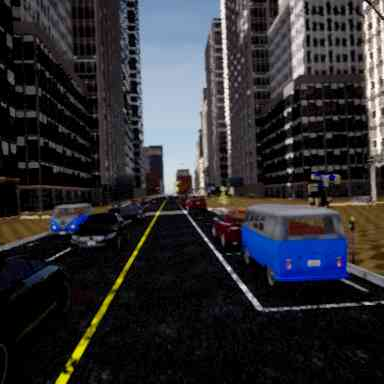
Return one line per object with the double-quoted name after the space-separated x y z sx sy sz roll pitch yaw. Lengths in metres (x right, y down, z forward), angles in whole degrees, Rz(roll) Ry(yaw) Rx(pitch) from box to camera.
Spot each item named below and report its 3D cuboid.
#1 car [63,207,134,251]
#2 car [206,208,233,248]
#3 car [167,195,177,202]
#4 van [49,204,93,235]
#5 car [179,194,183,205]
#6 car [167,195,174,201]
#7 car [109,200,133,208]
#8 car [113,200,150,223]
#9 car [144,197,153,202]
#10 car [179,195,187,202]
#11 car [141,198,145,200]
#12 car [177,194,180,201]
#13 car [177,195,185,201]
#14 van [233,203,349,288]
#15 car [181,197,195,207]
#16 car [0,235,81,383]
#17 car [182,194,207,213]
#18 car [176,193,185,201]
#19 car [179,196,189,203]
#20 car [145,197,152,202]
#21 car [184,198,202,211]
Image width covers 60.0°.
-3.913 1.668 14.741 1.812 1.442 4.674 -2 0 -4 "car"
1.943 1.450 14.226 1.887 1.381 4.507 -2 0 -4 "car"
-4.941 1.627 77.608 2.128 1.511 4.902 -2 0 -4 "car"
-6.805 1.595 19.200 1.690 1.788 3.998 -2 0 -4 "van"
-0.266 1.272 47.387 2.192 1.841 5.009 -2 0 -4 "car"
-5.629 1.505 88.009 1.837 1.490 4.892 -2 0 -4 "car"
-7.886 1.845 35.782 1.947 1.339 4.313 -2 0 -4 "car"
-4.691 1.708 26.724 2.033 1.411 5.357 -2 0 -4 "car"
-11.153 1.932 85.529 1.802 1.307 4.206 -2 0 -4 "car"
-2.085 1.522 75.193 1.752 1.417 4.829 -2 0 -4 "car"
-8.975 1.886 52.364 1.802 1.307 4.206 -2 0 -4 "car"
-0.992 1.288 58.441 2.192 1.841 5.009 -2 0 -4 "car"
-2.798 1.577 86.078 1.947 1.339 4.313 -2 0 -4 "car"
2.389 1.234 8.706 1.690 1.788 3.998 -2 0 -4 "van"
-0.620 1.531 52.914 1.947 1.339 4.313 -2 0 -4 "car"
-3.269 1.690 4.901 1.994 1.385 4.181 -2 0 -4 "car"
0.460 1.256 36.331 2.192 1.841 5.009 -2 0 -4 "car"
-3.170 1.334 91.605 2.192 1.841 5.009 -2 0 -4 "car"
-1.709 1.539 69.496 2.008 1.369 4.403 -2 0 -4 "car"
-10.427 1.917 74.474 1.802 1.307 4.206 -2 0 -4 "car"
0.105 1.494 41.859 1.887 1.381 4.507 -2 0 -4 "car"
